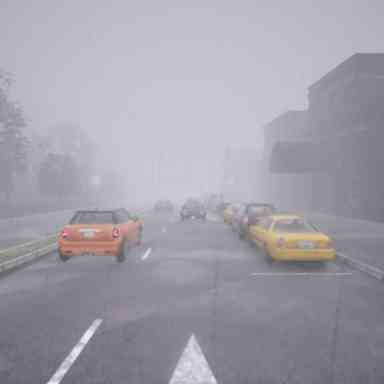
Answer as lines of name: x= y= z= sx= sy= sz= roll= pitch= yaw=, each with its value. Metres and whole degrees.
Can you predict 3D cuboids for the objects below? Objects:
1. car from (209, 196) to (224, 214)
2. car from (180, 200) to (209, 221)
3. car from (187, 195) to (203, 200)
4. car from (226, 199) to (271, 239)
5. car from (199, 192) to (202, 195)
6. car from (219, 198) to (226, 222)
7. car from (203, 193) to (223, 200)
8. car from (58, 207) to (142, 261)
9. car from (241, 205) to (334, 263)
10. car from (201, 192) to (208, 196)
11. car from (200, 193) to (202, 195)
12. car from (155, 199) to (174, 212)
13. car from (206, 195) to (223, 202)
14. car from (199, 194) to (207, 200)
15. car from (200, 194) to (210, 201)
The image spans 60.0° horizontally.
car: x=3.208 y=1.426 z=33.795 sx=2.231 sy=1.521 sz=4.892 roll=0 pitch=0 yaw=0
car: x=0.091 y=1.558 z=26.285 sx=1.895 sy=1.301 sz=4.718 roll=0 pitch=0 yaw=0
car: x=0.075 y=1.436 z=42.227 sx=1.837 sy=1.490 sz=4.892 roll=0 pitch=0 yaw=0
car: x=3.224 y=1.326 z=17.195 sx=2.185 sy=1.767 sz=4.553 roll=0 pitch=0 yaw=0
car: x=3.164 y=1.101 z=78.030 sx=2.435 sy=2.045 sz=5.566 roll=0 pitch=0 yaw=0
car: x=3.221 y=1.439 z=22.938 sx=1.946 sy=1.575 sz=5.366 roll=0 pitch=0 yaw=0
car: x=3.191 y=1.394 z=50.688 sx=1.946 sy=1.575 sz=5.366 roll=0 pitch=0 yaw=0
car: x=-3.153 y=1.331 z=12.352 sx=2.097 sy=1.767 sz=4.553 roll=0 pitch=0 yaw=0
car: x=3.222 y=1.458 z=11.885 sx=1.946 sy=1.575 sz=5.366 roll=0 pitch=0 yaw=0
car: x=3.186 y=1.263 z=55.996 sx=2.185 sy=1.767 sz=4.553 roll=0 pitch=0 yaw=0
car: x=3.229 y=1.369 z=68.610 sx=2.231 sy=1.521 sz=4.892 roll=0 pitch=0 yaw=1
car: x=-3.171 y=1.500 z=38.530 sx=1.994 sy=1.385 sz=4.181 roll=0 pitch=0 yaw=0
car: x=3.205 y=1.417 z=39.322 sx=2.231 sy=1.521 sz=4.892 roll=0 pitch=0 yaw=0
car: x=3.151 y=1.355 z=94.609 sx=2.163 sy=1.488 sz=4.792 roll=0 pitch=0 yaw=0
car: x=3.158 y=1.345 z=83.521 sx=2.231 sy=1.521 sz=4.892 roll=0 pitch=0 yaw=0
